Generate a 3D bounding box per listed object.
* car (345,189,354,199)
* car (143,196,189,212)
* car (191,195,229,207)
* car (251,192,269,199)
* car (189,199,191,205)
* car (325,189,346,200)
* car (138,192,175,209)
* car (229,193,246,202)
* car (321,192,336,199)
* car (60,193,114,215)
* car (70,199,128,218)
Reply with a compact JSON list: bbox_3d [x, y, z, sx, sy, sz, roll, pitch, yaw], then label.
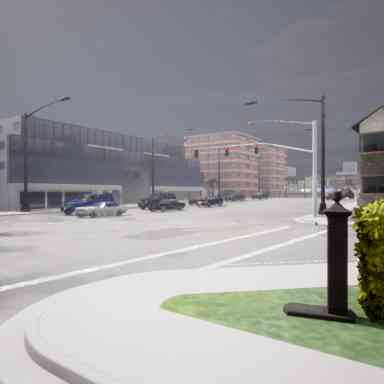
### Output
[{"bbox_3d":[31.540,0.426,67.778,2.150,2.045,5.566,0,-1,35],"label":"car"},{"bbox_3d":[-2.826,1.493,37.210,1.895,1.301,4.718,0,1,35],"label":"car"},{"bbox_3d":[2.443,1.217,44.727,2.128,1.511,4.902,0,1,35],"label":"car"},{"bbox_3d":[13.714,0.733,66.763,2.033,1.411,5.357,0,0,36],"label":"car"},{"bbox_3d":[1.423,1.247,49.370,1.895,1.301,4.718,0,2,35],"label":"car"},{"bbox_3d":[25.281,0.689,58.675,1.837,1.490,4.892,0,0,35],"label":"car"},{"bbox_3d":[-4.180,1.072,41.378,2.150,2.045,5.566,0,1,36],"label":"car"},{"bbox_3d":[7.544,0.901,58.079,2.033,1.411,5.357,0,1,35],"label":"car"},{"bbox_3d":[28.629,0.724,69.721,1.812,1.442,4.674,0,-1,35],"label":"car"},{"bbox_3d":[-10.120,1.171,32.903,2.150,2.045,5.566,0,0,35],"label":"car"},{"bbox_3d":[-8.083,1.555,29.706,1.895,1.301,4.718,0,0,35],"label":"car"}]
